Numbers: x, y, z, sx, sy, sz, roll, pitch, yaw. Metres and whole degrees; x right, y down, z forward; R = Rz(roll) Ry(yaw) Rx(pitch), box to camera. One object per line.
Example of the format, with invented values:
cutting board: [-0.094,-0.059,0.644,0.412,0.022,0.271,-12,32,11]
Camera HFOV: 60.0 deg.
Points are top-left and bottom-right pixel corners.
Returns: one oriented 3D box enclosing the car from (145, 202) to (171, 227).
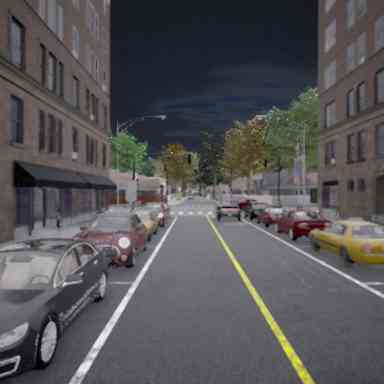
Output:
car: [-2.618,1.432,22.146,1.967,1.590,4.097,0,0,0]

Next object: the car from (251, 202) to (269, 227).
car: [5.407,1.584,22.140,1.802,1.307,4.206,0,0,0]

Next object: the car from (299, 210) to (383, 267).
car: [5.397,1.528,11.274,1.752,1.417,4.829,0,0,0]

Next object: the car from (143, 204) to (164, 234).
car: [-2.623,1.517,16.457,1.752,1.417,4.829,0,0,0]

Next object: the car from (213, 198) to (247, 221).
car: [2.827,1.491,26.935,2.128,1.511,4.902,0,0,1]

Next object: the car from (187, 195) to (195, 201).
car: [-0.245,1.599,88.533,1.994,1.385,4.181,0,0,0]

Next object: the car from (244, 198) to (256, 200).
car: [6.755,1.454,39.309,5.008,1.535,1.882,-1,0,-34]

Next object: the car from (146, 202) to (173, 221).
car: [-2.612,1.574,27.665,1.802,1.307,4.206,0,0,0]

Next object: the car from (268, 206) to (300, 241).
car: [5.402,1.547,16.622,1.887,1.381,4.507,0,0,0]

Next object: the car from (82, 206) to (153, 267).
car: [-2.628,1.433,11.108,1.967,1.590,4.097,0,0,0]

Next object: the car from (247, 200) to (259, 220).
car: [5.413,1.568,27.658,1.947,1.339,4.313,0,0,0]

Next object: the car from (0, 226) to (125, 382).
car: [-2.634,1.544,5.589,2.008,1.369,4.403,0,0,0]
